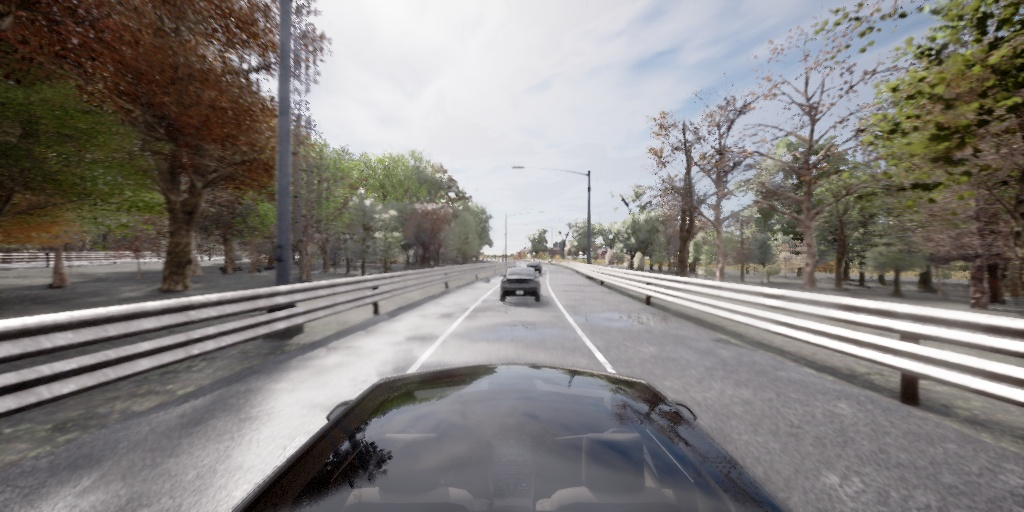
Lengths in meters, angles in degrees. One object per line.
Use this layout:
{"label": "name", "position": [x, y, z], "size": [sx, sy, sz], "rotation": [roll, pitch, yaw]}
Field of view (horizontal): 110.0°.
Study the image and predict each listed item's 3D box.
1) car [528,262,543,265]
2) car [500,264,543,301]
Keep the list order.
{"label": "car", "position": [2.864, 1.448, 45.832], "size": [1.837, 1.490, 4.892], "rotation": [0, 0, 6]}
{"label": "car", "position": [0.472, 1.315, 17.857], "size": [1.837, 1.490, 4.892], "rotation": [0, 0, 3]}
